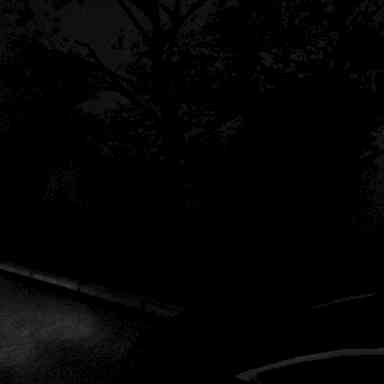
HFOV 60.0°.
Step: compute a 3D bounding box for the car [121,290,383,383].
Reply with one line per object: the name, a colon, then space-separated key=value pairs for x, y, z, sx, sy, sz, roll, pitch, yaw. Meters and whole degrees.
car: x=1.590 y=1.491 z=2.243 sx=4.902 sy=1.511 sz=2.128 roll=0 pitch=0 yaw=36
